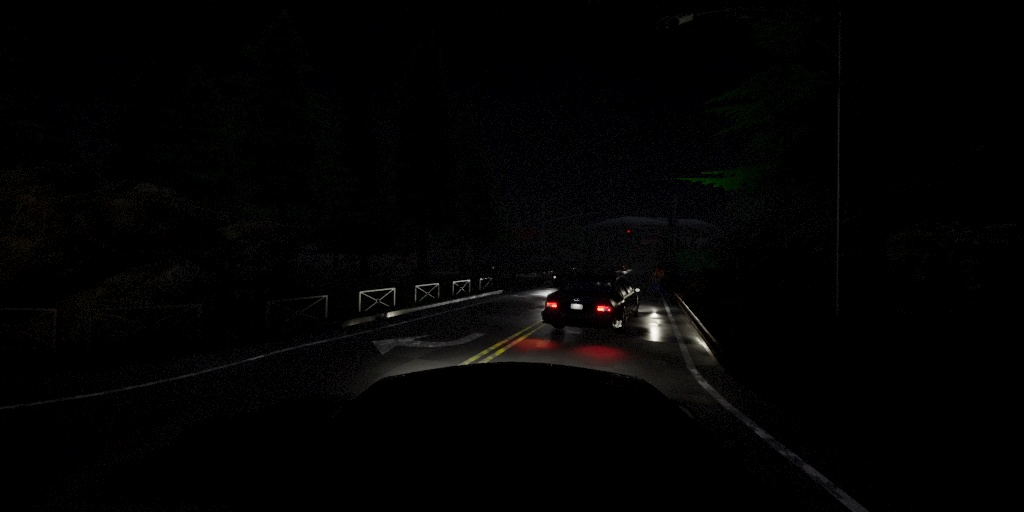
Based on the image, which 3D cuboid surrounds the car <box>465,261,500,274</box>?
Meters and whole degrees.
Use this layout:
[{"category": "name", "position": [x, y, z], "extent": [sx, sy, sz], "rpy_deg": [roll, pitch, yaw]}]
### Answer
[{"category": "car", "position": [-3.768, 1.392, 44.810], "extent": [4.553, 1.767, 2.097], "rpy_deg": [1, -1, 21]}]

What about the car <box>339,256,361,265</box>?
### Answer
[{"category": "car", "position": [-22.664, 1.018, 52.409], "extent": [5.566, 2.045, 2.150], "rpy_deg": [1, -1, 25]}]

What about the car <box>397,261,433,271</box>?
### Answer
[{"category": "car", "position": [-13.087, 1.396, 48.408], "extent": [5.008, 1.535, 1.882], "rpy_deg": [1, -1, 21]}]

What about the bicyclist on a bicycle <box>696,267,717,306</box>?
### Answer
[{"category": "bicyclist on a bicycle", "position": [8.215, 1.273, 15.098], "extent": [1.656, 1.620, 0.582], "rpy_deg": [1, 0, -33]}]

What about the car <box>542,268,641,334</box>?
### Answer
[{"category": "car", "position": [2.534, 1.231, 10.403], "extent": [2.033, 1.411, 5.357], "rpy_deg": [1, -1, 25]}]

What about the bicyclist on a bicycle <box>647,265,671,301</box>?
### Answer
[{"category": "bicyclist on a bicycle", "position": [6.802, 1.259, 16.513], "extent": [1.656, 1.620, 0.582], "rpy_deg": [1, 0, -30]}]

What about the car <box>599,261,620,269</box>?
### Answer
[{"category": "car", "position": [12.625, 1.708, 47.671], "extent": [1.812, 1.442, 4.674], "rpy_deg": [0, 0, 27]}]

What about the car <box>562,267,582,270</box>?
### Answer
[{"category": "car", "position": [4.072, 1.425, 23.841], "extent": [1.895, 1.301, 4.718], "rpy_deg": [1, -1, 21]}]
